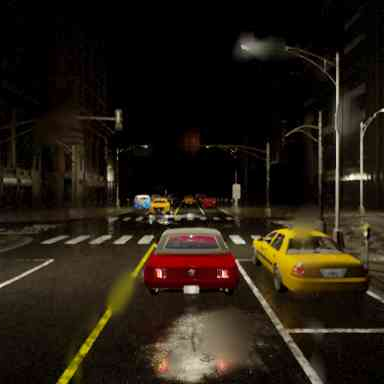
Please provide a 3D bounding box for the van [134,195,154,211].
[{"bbox_3d":[-6.115,1.340,41.061,1.690,1.788,3.998,0,0,0],"label":"van"}]

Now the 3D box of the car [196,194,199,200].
[{"bbox_3d":[2.252,1.536,63.384,1.752,1.417,4.829,0,0,0],"label":"car"}]

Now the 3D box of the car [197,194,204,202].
[{"bbox_3d":[2.301,1.552,57.689,1.887,1.381,4.507,0,0,0],"label":"car"}]

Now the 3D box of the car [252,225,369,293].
[{"bbox_3d":[2.702,1.523,8.717,1.752,1.417,4.829,0,0,0],"label":"car"}]

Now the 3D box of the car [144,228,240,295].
[{"bbox_3d":[-0.006,1.599,8.655,1.895,1.301,4.718,0,0,0],"label":"car"}]

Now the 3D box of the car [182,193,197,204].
[{"bbox_3d":[-0.542,1.490,65.910,1.882,1.535,5.008,0,0,0],"label":"car"}]

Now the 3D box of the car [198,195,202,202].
[{"bbox_3d":[2.348,1.549,52.164,1.887,1.381,4.507,0,0,0],"label":"car"}]

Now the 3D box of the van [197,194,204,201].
[{"bbox_3d":[2.063,1.366,85.315,1.690,1.788,3.998,0,0,0],"label":"van"}]

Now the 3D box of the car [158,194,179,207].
[{"bbox_3d":[-3.495,1.494,49.489,2.128,1.511,4.902,0,0,0],"label":"car"}]

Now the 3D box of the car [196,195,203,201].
[{"bbox_3d":[2.016,1.580,90.841,2.008,1.369,4.403,0,0,0],"label":"car"}]

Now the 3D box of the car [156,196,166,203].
[{"bbox_3d":[-6.341,1.596,68.685,1.802,1.307,4.206,0,0,0],"label":"car"}]

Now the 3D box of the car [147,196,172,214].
[{"bbox_3d":[-3.381,1.475,35.420,1.882,1.535,5.008,0,0,-2],"label":"car"}]

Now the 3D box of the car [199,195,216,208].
[{"bbox_3d":[2.395,1.546,46.639,1.887,1.381,4.507,0,0,0],"label":"car"}]

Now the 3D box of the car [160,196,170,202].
[{"bbox_3d":[-6.431,1.572,79.734,2.008,1.369,4.403,0,0,0],"label":"car"}]

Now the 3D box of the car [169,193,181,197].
[{"bbox_3d":[-3.569,1.518,64.782,1.837,1.490,4.892,0,0,0],"label":"car"}]
